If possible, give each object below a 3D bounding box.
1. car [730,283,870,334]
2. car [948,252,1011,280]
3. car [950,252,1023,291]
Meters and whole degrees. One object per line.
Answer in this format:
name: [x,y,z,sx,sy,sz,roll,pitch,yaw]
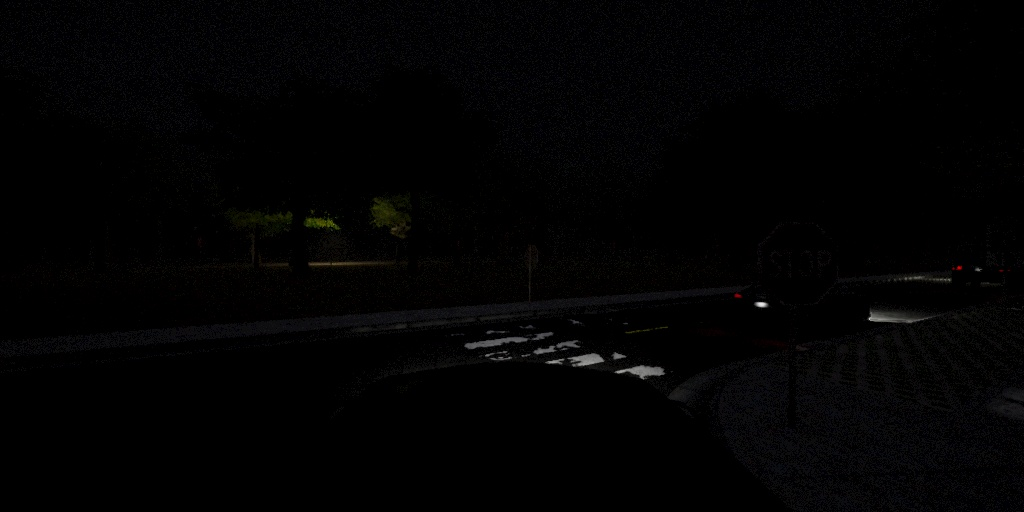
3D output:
car: [8.368,1.249,10.409,4.181,1.385,1.994,0,0,-28]
car: [37.602,0.716,28.811,5.566,2.045,2.150,0,0,-28]
car: [27.074,0.796,20.198,5.566,2.045,2.150,0,0,-28]
